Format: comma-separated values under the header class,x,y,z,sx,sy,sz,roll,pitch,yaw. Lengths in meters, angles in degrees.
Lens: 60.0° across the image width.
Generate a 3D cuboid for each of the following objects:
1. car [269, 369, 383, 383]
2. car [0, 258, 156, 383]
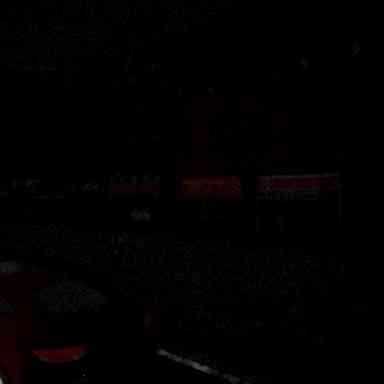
class,x,y,z,sx,sy,sz,roll,pitch,yaw
car,2.132,1.584,1.298,4.206,1.307,1.802,0,0,35
car,-2.348,1.575,4.493,4.206,1.307,1.802,0,0,35
